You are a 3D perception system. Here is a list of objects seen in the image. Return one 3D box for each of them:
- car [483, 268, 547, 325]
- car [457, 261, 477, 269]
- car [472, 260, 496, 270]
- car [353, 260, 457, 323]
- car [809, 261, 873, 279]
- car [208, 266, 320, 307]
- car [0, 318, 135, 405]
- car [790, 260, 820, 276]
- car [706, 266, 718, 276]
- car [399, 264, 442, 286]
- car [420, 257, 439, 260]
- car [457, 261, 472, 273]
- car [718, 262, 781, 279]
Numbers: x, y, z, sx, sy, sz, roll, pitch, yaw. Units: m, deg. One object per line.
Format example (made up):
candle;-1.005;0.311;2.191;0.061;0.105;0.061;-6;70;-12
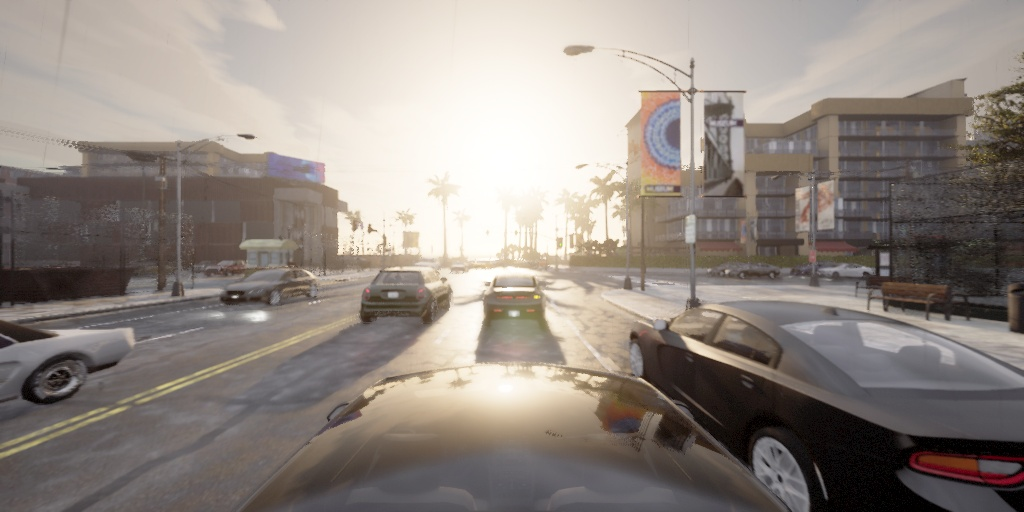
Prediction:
car;0.107;1.303;12.021;1.837;1.490;4.892;0;0;1
car;-7.949;1.603;63.572;1.994;1.385;4.181;0;0;18
car;-4.944;1.506;61.375;1.882;1.535;5.008;0;0;17
car;-3.414;1.152;12.457;2.097;1.767;4.553;0;0;0
car;32.276;1.430;34.903;4.674;1.442;1.812;0;0;0
car;-10.603;1.322;16.154;1.837;1.490;4.892;0;0;0
car;-7.100;1.360;3.583;1.895;1.301;4.718;0;0;0
car;32.570;1.272;38.408;4.553;1.767;2.097;0;0;0
car;23.471;1.412;38.338;4.902;1.511;2.128;0;0;0
car;-7.105;1.422;28.356;2.033;1.411;5.357;0;0;0
car;-10.497;1.173;44.916;2.150;2.045;5.566;0;0;2
car;-6.911;1.490;47.539;1.812;1.442;4.674;0;0;2
car;23.314;1.395;34.837;4.902;1.511;2.128;0;0;0
